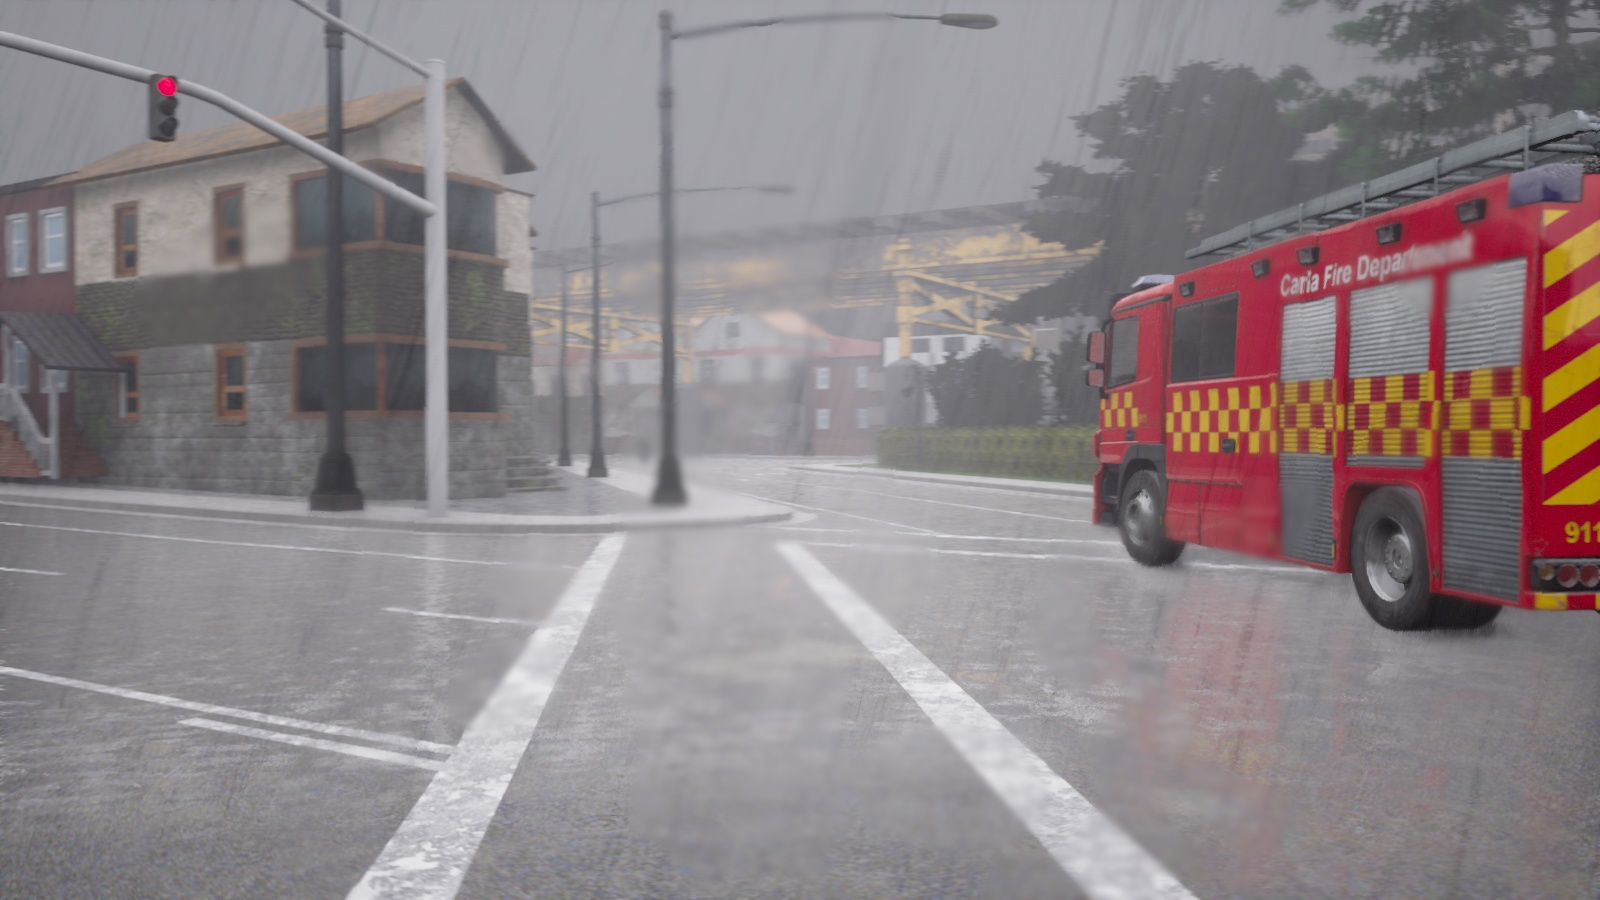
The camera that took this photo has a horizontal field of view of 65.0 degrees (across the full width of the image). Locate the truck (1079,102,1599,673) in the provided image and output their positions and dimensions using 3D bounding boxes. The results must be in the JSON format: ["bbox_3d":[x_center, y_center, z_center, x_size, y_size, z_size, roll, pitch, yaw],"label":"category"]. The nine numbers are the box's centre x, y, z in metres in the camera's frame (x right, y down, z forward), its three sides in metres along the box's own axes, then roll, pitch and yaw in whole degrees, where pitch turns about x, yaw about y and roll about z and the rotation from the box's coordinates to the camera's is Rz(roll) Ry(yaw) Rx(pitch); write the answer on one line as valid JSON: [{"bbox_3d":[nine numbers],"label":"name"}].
[{"bbox_3d":[5.696,-0.457,12.797,2.891,3.827,8.468,0,1,-7],"label":"truck"}]
